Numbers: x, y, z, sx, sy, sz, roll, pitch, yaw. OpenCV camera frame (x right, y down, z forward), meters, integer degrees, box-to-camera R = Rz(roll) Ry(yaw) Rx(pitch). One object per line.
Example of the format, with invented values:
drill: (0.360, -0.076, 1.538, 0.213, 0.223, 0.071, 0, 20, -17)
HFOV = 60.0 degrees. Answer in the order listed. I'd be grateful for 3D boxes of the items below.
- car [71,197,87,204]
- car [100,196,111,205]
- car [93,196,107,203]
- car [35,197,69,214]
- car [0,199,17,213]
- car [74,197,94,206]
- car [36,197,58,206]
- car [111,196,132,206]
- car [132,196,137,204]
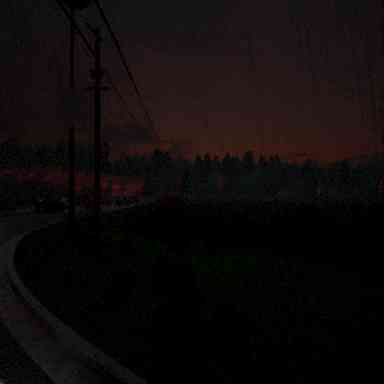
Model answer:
car: (-23.535, 1.834, 69.563, 1.994, 1.385, 4.181, 0, 0, -1)
car: (-16.421, 1.866, 63.015, 1.895, 1.301, 4.718, 0, 0, -1)
car: (-20.083, 1.635, 72.542, 1.837, 1.490, 4.892, 0, 0, -1)
car: (-15.897, 1.637, 37.585, 2.128, 1.511, 4.902, 0, 0, -1)
car: (-22.937, 1.622, 39.823, 1.882, 1.535, 5.008, 0, 0, -1)
car: (-19.918, 1.608, 62.649, 2.097, 1.767, 4.553, 0, 0, -1)
car: (-26.908, 1.734, 62.006, 2.128, 1.511, 4.902, 0, 0, -1)
car: (-12.780, 1.786, 60.537, 1.812, 1.442, 4.674, 0, 0, -1)
car: (-13.096, 1.674, 73.344, 2.097, 1.767, 4.553, 0, 0, -1)
